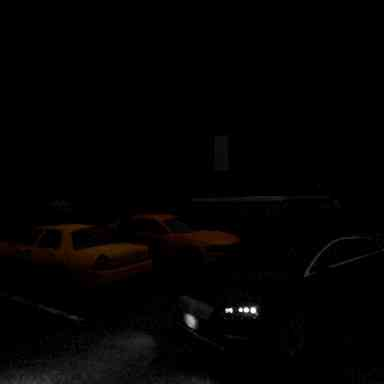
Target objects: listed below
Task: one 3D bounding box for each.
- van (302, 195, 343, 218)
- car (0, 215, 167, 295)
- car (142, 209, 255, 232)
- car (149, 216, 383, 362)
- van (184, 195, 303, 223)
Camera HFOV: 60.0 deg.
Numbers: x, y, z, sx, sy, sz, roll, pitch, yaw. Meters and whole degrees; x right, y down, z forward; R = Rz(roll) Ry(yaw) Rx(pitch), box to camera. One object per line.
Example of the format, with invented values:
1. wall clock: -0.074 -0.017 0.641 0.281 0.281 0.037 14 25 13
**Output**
1. van: 3.855 1.128 13.953 4.442 1.987 1.878 -1 0 34
2. car: -3.445 1.475 8.667 5.366 1.575 1.946 -1 0 34
3. car: -0.874 1.439 10.347 5.008 1.535 2.097 -1 -1 34
4. car: 1.965 1.449 5.942 4.902 1.511 2.128 -1 1 -36
5. van: 1.437 1.172 12.176 4.442 1.987 1.878 -1 0 34
